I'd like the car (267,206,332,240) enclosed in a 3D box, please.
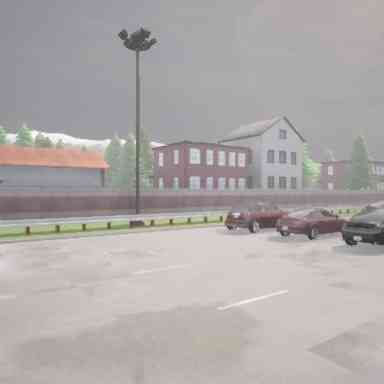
[{"bbox_3d":[6.236,1.533,16.916,4.674,1.442,1.812,0,0,-35],"label":"car"}]

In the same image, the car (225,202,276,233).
[{"bbox_3d":[4.179,1.366,19.748,4.553,1.767,2.097,0,0,-35],"label":"car"}]

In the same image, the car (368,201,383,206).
[{"bbox_3d":[16.416,1.533,28.476,4.674,1.442,1.812,0,0,-35],"label":"car"}]

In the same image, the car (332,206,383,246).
[{"bbox_3d":[8.269,1.516,14.066,4.892,1.490,1.837,0,0,-35],"label":"car"}]
